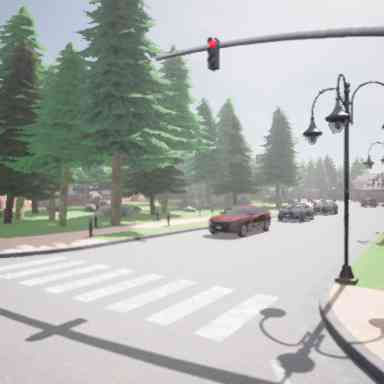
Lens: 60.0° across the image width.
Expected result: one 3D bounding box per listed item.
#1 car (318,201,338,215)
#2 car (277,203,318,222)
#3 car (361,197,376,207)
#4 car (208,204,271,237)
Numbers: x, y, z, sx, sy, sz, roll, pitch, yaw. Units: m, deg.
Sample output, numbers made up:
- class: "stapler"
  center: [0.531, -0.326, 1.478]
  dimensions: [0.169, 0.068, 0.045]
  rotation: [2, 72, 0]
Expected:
- class: "car"
  center: [13.948, 1.588, 34.862]
  dimensions: [1.994, 1.385, 4.181]
  rotation: [0, 0, 34]
- class: "car"
  center: [8.316, 1.573, 26.528]
  dimensions: [1.994, 1.385, 4.181]
  rotation: [0, 0, 34]
- class: "car"
  center: [27.784, 1.553, 52.369]
  dimensions: [2.128, 1.511, 4.902]
  rotation: [0, 0, 23]
- class: "car"
  center: [2.710, 1.472, 18.294]
  dimensions: [1.882, 1.535, 5.008]
  rotation: [0, 0, 34]
